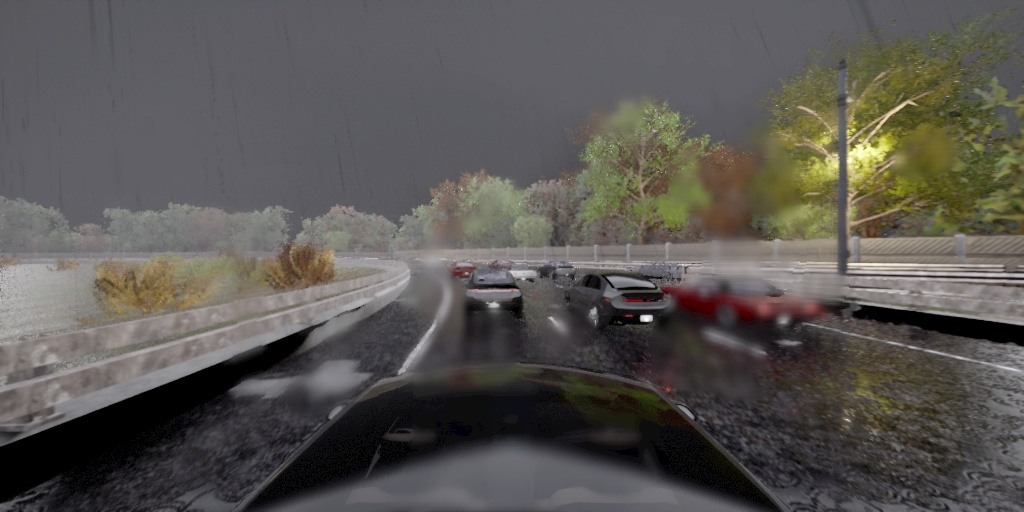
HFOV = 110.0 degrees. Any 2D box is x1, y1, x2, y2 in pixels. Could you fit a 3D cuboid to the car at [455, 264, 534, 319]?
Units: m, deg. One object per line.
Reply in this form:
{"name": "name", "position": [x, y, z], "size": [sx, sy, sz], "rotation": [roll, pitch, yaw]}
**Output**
{"name": "car", "position": [-0.764, 1.215, 12.695], "size": [2.128, 1.511, 4.902], "rotation": [0, 0, -7]}

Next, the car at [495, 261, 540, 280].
{"name": "car", "position": [0.282, 1.282, 26.880], "size": [1.895, 1.301, 4.718], "rotation": [0, 0, -13]}

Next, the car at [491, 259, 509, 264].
{"name": "car", "position": [-1.331, 1.151, 44.633], "size": [1.812, 1.442, 4.674], "rotation": [0, 0, -29]}

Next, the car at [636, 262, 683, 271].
{"name": "car", "position": [10.915, 1.177, 26.795], "size": [2.033, 1.411, 5.357], "rotation": [0, 0, -37]}

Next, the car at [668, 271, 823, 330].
{"name": "car", "position": [6.477, 1.305, 11.001], "size": [1.895, 1.301, 4.718], "rotation": [0, 0, -6]}

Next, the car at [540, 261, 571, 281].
{"name": "car", "position": [3.432, 1.160, 28.557], "size": [2.128, 1.511, 4.902], "rotation": [0, 0, -14]}

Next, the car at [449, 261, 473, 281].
{"name": "car", "position": [-4.112, 1.167, 29.775], "size": [1.882, 1.535, 5.008], "rotation": [0, 0, -15]}

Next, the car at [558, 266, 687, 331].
{"name": "car", "position": [2.942, 1.221, 10.892], "size": [1.837, 1.490, 4.892], "rotation": [0, 0, -6]}
